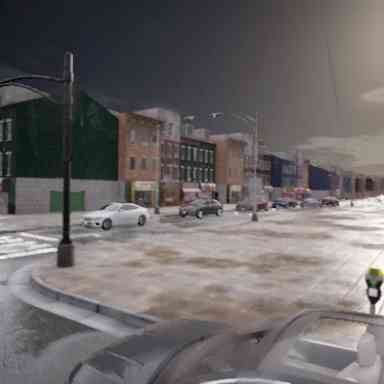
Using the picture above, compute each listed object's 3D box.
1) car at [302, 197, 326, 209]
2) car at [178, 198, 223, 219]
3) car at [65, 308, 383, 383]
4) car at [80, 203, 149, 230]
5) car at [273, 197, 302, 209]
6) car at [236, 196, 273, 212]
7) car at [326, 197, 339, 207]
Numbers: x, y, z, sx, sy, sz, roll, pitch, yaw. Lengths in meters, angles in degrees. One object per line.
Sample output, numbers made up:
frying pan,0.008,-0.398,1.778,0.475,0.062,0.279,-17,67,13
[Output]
car,15.512,1.452,43.310,1.812,1.442,4.674,2,1,36
car,0.787,1.327,27.666,1.837,1.490,4.892,2,1,36
car,0.882,1.550,2.162,4.403,1.369,2.008,0,1,36
car,-4.547,1.385,20.203,1.812,1.442,4.674,2,1,34
car,12.202,1.404,43.587,2.033,1.411,5.357,2,1,36
car,6.484,1.176,35.627,2.097,1.767,4.553,2,1,36
car,21.452,1.441,51.720,1.882,1.535,5.008,2,1,36
